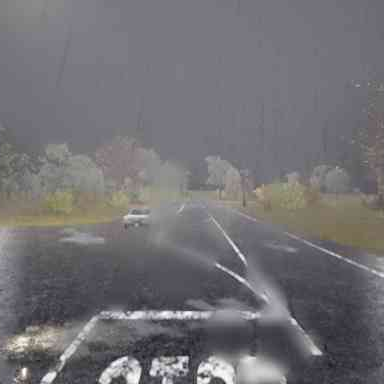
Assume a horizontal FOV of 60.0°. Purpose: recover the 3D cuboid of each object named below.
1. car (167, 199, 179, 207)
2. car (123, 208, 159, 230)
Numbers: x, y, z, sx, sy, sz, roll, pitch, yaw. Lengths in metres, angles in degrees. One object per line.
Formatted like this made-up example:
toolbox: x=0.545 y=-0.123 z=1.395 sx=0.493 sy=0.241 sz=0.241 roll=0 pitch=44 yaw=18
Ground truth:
car: x=-3.286 y=1.876 z=58.635 sx=1.994 sy=1.385 sz=4.181 roll=0 pitch=0 yaw=0
car: x=-3.375 y=1.740 z=22.617 sx=1.895 sy=1.301 sz=4.718 roll=0 pitch=0 yaw=0
